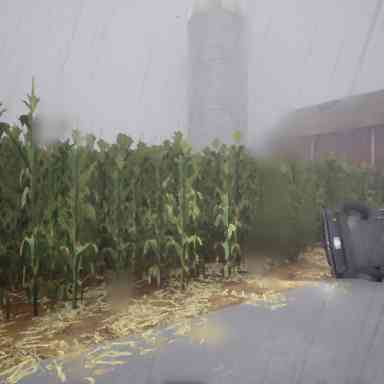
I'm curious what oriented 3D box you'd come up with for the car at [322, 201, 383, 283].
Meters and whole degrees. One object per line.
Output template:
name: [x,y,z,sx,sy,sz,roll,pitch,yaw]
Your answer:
car: [5.723,1.391,9.216,4.718,1.895,1.301,0,-16,-14]
